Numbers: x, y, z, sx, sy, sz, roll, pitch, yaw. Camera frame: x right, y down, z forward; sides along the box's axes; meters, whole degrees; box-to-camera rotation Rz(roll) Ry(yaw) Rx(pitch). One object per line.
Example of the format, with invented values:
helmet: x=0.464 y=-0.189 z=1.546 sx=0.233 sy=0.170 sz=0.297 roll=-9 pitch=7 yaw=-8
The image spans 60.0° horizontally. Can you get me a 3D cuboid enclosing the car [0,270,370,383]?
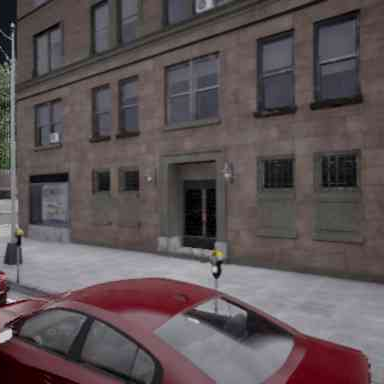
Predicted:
car: x=-0.698 y=1.567 z=3.303 sx=4.507 sy=1.381 sz=1.887 roll=-1 pitch=0 yaw=35
